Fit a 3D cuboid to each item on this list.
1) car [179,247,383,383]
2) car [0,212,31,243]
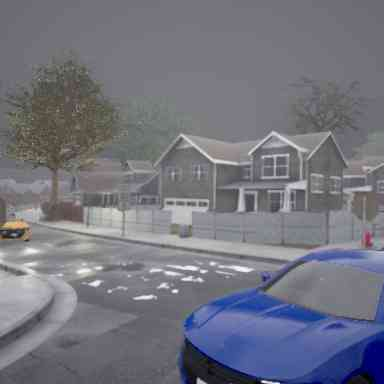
[{"bbox_3d":[2.168,1.568,4.466,5.008,1.535,1.882,1,-1,-35],"label":"car"},{"bbox_3d":[-9.957,1.745,17.165,1.882,1.535,5.008,2,-2,-44],"label":"car"}]
